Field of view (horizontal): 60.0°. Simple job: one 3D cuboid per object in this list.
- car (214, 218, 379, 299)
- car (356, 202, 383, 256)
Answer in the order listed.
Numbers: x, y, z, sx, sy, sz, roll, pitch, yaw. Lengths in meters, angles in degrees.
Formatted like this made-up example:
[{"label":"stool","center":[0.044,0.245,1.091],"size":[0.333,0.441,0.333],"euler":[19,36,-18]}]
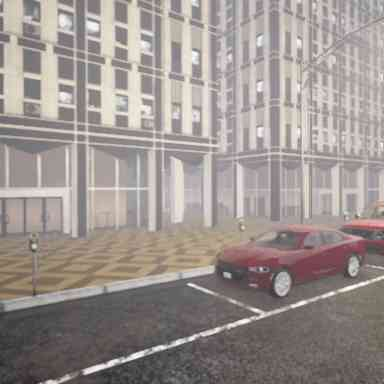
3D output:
[{"label":"car","center":[2.585,1.524,8.408],"size":[4.507,1.381,1.887],"euler":[0,0,-36]},{"label":"car","center":[7.223,1.275,11.719],"size":[5.009,1.841,2.192],"euler":[0,0,-36]}]
